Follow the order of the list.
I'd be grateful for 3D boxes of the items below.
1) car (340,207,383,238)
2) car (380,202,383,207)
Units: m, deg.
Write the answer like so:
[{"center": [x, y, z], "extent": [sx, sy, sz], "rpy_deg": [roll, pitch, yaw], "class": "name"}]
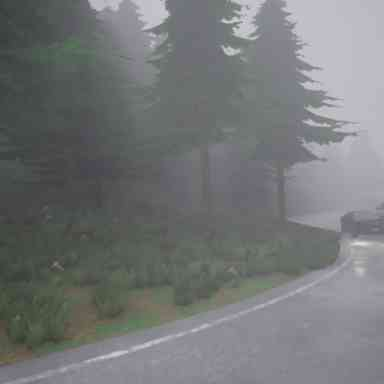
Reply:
[{"center": [10.586, 1.891, 20.642], "extent": [1.882, 1.535, 5.008], "rpy_deg": [-3, -3, 13], "class": "car"}, {"center": [14.279, 1.552, 22.930], "extent": [2.150, 2.045, 5.566], "rpy_deg": [-3, -2, 6], "class": "car"}]
